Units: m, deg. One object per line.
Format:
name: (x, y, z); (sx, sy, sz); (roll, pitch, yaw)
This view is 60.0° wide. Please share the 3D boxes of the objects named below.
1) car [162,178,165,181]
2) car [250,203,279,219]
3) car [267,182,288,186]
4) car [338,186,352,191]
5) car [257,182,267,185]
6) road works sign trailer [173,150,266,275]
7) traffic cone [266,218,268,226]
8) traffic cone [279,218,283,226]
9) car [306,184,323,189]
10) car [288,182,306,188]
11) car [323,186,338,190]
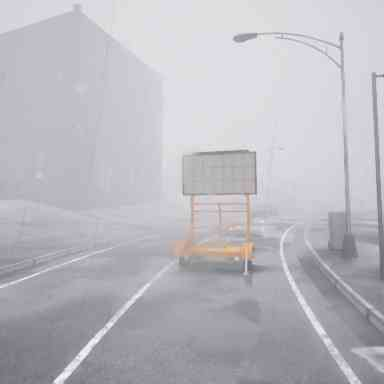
car: (-7.073, -2.466, 62.411); (4.553, 1.767, 2.185); (2, -5, -24)
car: (7.218, 1.876, 33.431); (1.837, 1.490, 4.892); (-4, -3, 34)
car: (18.034, -1.521, 73.726); (5.008, 1.535, 2.097); (2, -5, -26)
car: (37.426, -0.646, 84.471); (4.892, 1.521, 2.231); (3, -5, -31)
car: (13.047, -1.678, 71.299); (4.674, 1.452, 2.002); (2, -5, -25)
road works sign trailer: (0.919, 0.493, 10.697); (2.380, 3.560, 2.880); (-1, 0, 18)
traffic cone: (5.144, 2.080, 23.036); (0.340, 0.580, 0.340); (-2, -1, 17)
traffic cone: (6.099, 2.049, 22.751); (0.340, 0.580, 0.340); (-2, -1, 17)
car: (27.977, -1.066, 78.972); (4.792, 1.488, 2.163); (2, -5, -28)
car: (22.946, -1.442, 76.254); (4.553, 1.767, 2.185); (2, -5, -27)
car: (32.773, -0.834, 81.693); (4.674, 1.452, 2.002); (3, -5, -30)
